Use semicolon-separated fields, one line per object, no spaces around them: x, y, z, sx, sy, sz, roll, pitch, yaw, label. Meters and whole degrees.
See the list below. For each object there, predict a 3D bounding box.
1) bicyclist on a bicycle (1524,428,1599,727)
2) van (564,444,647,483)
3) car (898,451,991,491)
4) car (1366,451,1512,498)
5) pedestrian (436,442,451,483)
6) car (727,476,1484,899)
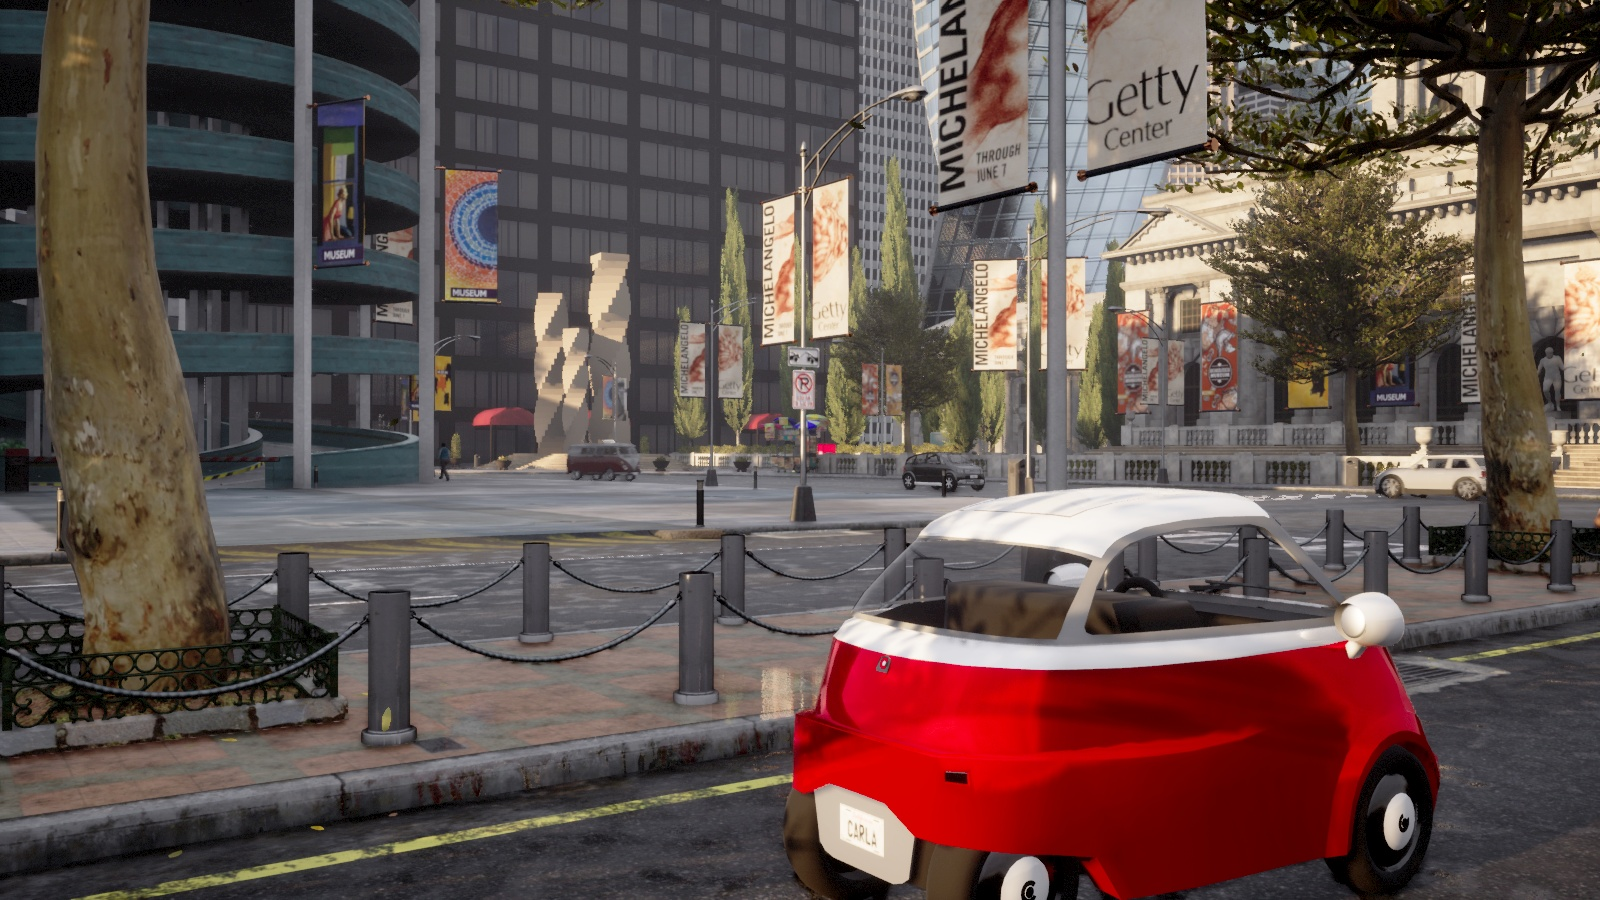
4.964;0.688;7.177;1.509;1.612;0.866;0;0;-35;bicyclist on a bicycle
-10.229;0.680;65.920;4.442;1.987;1.775;0;0;38;van
5.841;0.836;51.122;1.789;1.549;3.705;0;0;-35;car
21.033;0.767;41.441;1.970;1.475;3.806;0;0;-35;car
-16.585;0.580;58.453;0.692;1.930;0.396;0;0;44;pedestrian
1.080;0.808;4.410;2.207;1.376;1.481;0;0;-35;car
